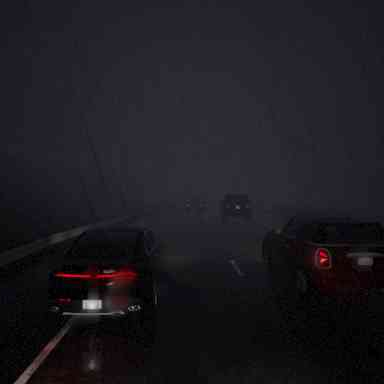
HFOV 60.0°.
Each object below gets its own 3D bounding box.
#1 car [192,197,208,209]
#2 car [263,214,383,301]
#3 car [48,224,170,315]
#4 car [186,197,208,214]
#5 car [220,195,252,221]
[{"bbox_3d":[1.099,1.494,45.228,1.837,1.490,4.892,0,0,6],"label":"car"},{"bbox_3d":[3.266,1.349,8.481,2.097,1.767,4.553,0,0,-1],"label":"car"},{"bbox_3d":[-1.610,1.503,7.594,1.837,1.490,4.892,0,0,-1],"label":"car"},{"bbox_3d":[0.417,1.517,35.374,1.812,1.442,4.674,0,0,5],"label":"car"},{"bbox_3d":[3.480,1.217,26.951,2.150,2.045,5.566,0,0,3],"label":"car"}]
